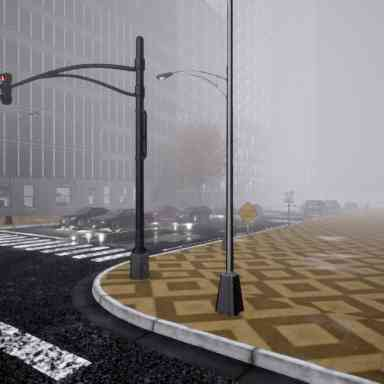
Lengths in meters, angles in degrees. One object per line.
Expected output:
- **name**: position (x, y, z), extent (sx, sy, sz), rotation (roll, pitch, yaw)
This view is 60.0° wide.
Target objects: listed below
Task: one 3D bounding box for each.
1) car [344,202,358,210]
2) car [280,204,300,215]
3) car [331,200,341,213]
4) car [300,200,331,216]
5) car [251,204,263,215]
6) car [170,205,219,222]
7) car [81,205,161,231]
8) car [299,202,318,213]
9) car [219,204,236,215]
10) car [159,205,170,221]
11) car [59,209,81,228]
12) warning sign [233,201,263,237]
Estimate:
- **car**: position (31.498, 2.661, 65.692), extent (2.097, 1.767, 4.553), rotation (0, -1, 33)
- **car**: position (13.634, 2.372, 46.035), extent (1.812, 1.442, 4.674), rotation (0, -1, 33)
- **car**: position (22.401, 2.267, 53.517), extent (2.150, 2.045, 5.566), rotation (0, -1, 33)
- **car**: position (16.571, 2.077, 44.489), extent (2.150, 2.045, 5.566), rotation (0, -1, 33)
- **car**: position (7.796, 2.270, 43.220), extent (1.812, 1.442, 4.674), rotation (0, -1, 33)
- **car**: position (0.335, 2.003, 31.697), extent (1.837, 1.490, 4.892), rotation (0, -1, 33)
- **car**: position (-4.869, 1.874, 23.641), extent (2.033, 1.411, 5.357), rotation (0, -1, 33)
- **car**: position (19.193, 2.506, 54.725), extent (1.882, 1.535, 5.008), rotation (0, -1, 33)
- **car**: position (4.110, 2.273, 43.512), extent (1.994, 1.385, 4.181), rotation (0, -1, 33)
- **car**: position (-2.807, 2.007, 32.823), extent (1.812, 1.442, 4.674), rotation (0, -1, 33)
- **car**: position (-7.736, 1.844, 25.179), extent (1.812, 1.442, 4.674), rotation (0, -1, 31)
- **warning sign**: position (3.122, 1.454, 18.564), extent (1.300, 1.860, 1.060), rotation (1, 1, 33)
